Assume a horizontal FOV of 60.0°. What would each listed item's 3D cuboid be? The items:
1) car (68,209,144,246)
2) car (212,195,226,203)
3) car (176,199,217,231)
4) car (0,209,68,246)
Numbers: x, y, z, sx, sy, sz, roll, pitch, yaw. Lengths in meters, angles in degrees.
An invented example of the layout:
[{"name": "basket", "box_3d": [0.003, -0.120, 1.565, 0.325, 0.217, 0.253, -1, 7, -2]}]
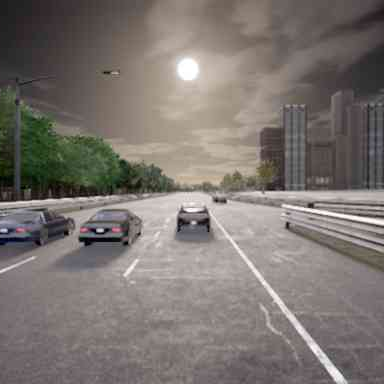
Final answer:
[{"name": "car", "box_3d": [-3.401, 1.456, 14.799, 2.033, 1.411, 5.357, 0, 0, 0]}, {"name": "car", "box_3d": [4.751, 1.232, 58.889, 2.163, 1.488, 4.792, 0, 0, -6]}, {"name": "car", "box_3d": [0.097, 1.370, 19.687, 2.128, 1.511, 4.902, 0, 0, 0]}, {"name": "car", "box_3d": [-6.901, 1.456, 14.760, 2.033, 1.411, 5.357, 0, 0, 0]}]
